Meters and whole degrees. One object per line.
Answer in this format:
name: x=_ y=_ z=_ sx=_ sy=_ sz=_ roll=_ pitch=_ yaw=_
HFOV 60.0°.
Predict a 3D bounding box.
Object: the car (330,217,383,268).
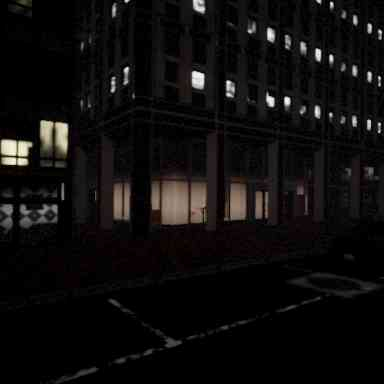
car: x=6.431 y=1.549 z=11.132 sx=4.313 sy=1.339 sz=1.947 roll=0 pitch=1 yaw=-35
